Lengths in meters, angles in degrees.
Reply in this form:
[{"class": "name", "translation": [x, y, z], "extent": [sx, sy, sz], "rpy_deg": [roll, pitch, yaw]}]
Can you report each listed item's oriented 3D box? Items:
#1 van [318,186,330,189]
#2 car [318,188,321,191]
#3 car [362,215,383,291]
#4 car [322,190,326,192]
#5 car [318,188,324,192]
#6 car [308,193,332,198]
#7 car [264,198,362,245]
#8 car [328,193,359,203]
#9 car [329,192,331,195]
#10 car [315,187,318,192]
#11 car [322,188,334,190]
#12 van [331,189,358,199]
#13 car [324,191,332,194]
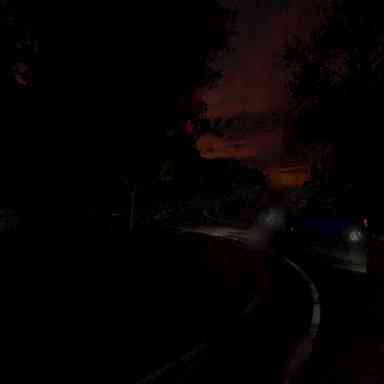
[{"class": "van", "translation": [32.644, 0.210, 78.203], "extent": [4.442, 1.987, 1.878], "rpy_deg": [1, 2, 17]}, {"class": "car", "translation": [31.736, 0.557, 75.588], "extent": [4.674, 1.452, 2.002], "rpy_deg": [1, 2, 17]}, {"class": "car", "translation": [4.941, 1.352, 6.627], "extent": [2.097, 1.767, 4.553], "rpy_deg": [1, 0, 20]}, {"class": "car", "translation": [28.577, 0.853, 64.947], "extent": [5.008, 1.535, 2.097], "rpy_deg": [1, 2, 17]}, {"class": "car", "translation": [30.942, 0.601, 72.927], "extent": [5.008, 1.535, 2.097], "rpy_deg": [1, 2, 17]}, {"class": "car", "translation": [17.813, 1.359, 46.653], "extent": [1.837, 1.490, 4.892], "rpy_deg": [1, 1, 13]}, {"class": "car", "translation": [5.715, 1.307, 15.470], "extent": [4.553, 1.767, 2.097], "rpy_deg": [2, 0, 22]}, {"class": "car", "translation": [27.015, 1.053, 59.625], "extent": [4.792, 1.488, 2.163], "rpy_deg": [1, 2, 17]}, {"class": "car", "translation": [25.431, 1.223, 54.307], "extent": [4.792, 1.488, 2.163], "rpy_deg": [1, 2, 17]}, {"class": "car", "translation": [34.087, 0.297, 83.570], "extent": [4.792, 1.488, 2.163], "rpy_deg": [1, 2, 17]}, {"class": "car", "translation": [29.394, 0.644, 67.595], "extent": [4.553, 1.767, 2.185], "rpy_deg": [1, 2, 17]}, {"class": "van", "translation": [24.501, 1.051, 51.683], "extent": [4.442, 1.987, 1.878], "rpy_deg": [1, 2, 17]}, {"class": "car", "translation": [26.018, 1.102, 57.028], "extent": [5.366, 1.575, 1.946], "rpy_deg": [1, 2, 17]}]
